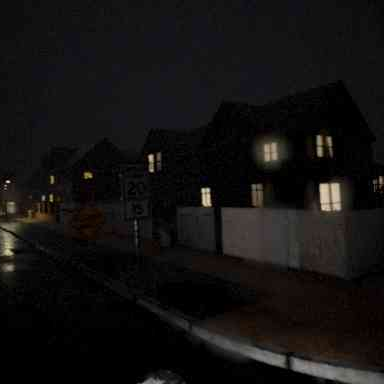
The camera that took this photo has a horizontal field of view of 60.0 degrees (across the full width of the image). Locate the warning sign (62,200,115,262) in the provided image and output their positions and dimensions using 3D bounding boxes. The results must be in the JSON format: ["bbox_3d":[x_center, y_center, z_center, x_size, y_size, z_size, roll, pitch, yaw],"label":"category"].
[{"bbox_3d":[-3.438,1.235,11.075,1.300,1.860,1.060,-4,0,-36],"label":"warning sign"}]
